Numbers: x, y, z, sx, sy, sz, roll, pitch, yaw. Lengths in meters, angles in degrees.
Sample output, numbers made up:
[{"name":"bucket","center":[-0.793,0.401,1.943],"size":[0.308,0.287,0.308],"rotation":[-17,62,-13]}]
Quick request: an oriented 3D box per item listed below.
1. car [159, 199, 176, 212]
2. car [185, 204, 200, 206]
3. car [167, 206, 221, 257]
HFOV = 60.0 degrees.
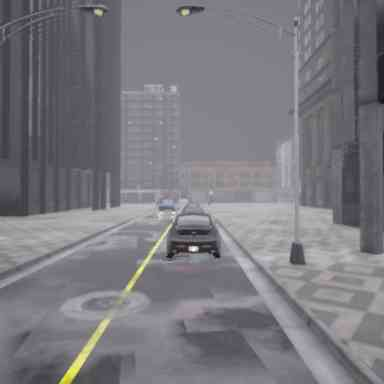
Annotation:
[{"name":"car","center":[-3.101,1.666,41.931],"size":[1.882,1.535,5.008],"rotation":[0,0,0]},{"name":"car","center":[0.067,1.674,28.412],"size":[1.994,1.385,4.181],"rotation":[0,0,0]},{"name":"car","center":[0.068,1.550,13.054],"size":[1.837,1.490,4.892],"rotation":[0,0,0]}]
